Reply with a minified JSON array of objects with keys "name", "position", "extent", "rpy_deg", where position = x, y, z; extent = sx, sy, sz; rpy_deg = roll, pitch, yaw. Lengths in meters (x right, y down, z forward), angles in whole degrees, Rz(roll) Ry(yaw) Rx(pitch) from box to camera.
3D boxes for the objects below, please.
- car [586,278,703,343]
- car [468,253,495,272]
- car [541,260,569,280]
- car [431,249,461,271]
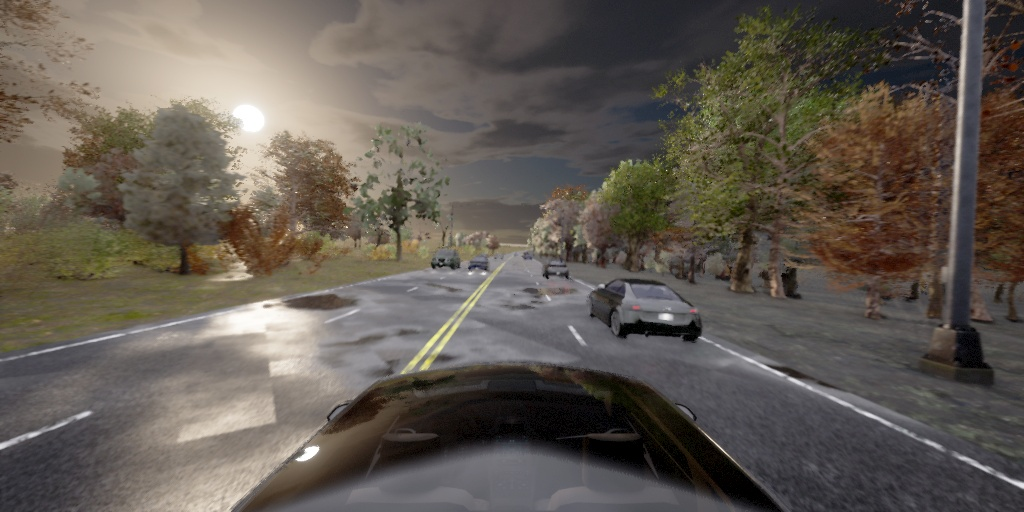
[{"name":"car","position":[3.418,1.307,9.969],"extent":[1.994,1.385,4.181],"rpy_deg":[3,1,0]},{"name":"car","position":[-3.180,0.756,35.664],"extent":[2.033,1.411,5.357],"rpy_deg":[2,1,1]},{"name":"car","position":[3.447,1.034,29.045],"extent":[2.128,1.511,4.902],"rpy_deg":[1,1,0]},{"name":"car","position":[-6.445,0.301,35.586],"extent":[2.150,2.045,5.566],"rpy_deg":[2,1,0]}]
